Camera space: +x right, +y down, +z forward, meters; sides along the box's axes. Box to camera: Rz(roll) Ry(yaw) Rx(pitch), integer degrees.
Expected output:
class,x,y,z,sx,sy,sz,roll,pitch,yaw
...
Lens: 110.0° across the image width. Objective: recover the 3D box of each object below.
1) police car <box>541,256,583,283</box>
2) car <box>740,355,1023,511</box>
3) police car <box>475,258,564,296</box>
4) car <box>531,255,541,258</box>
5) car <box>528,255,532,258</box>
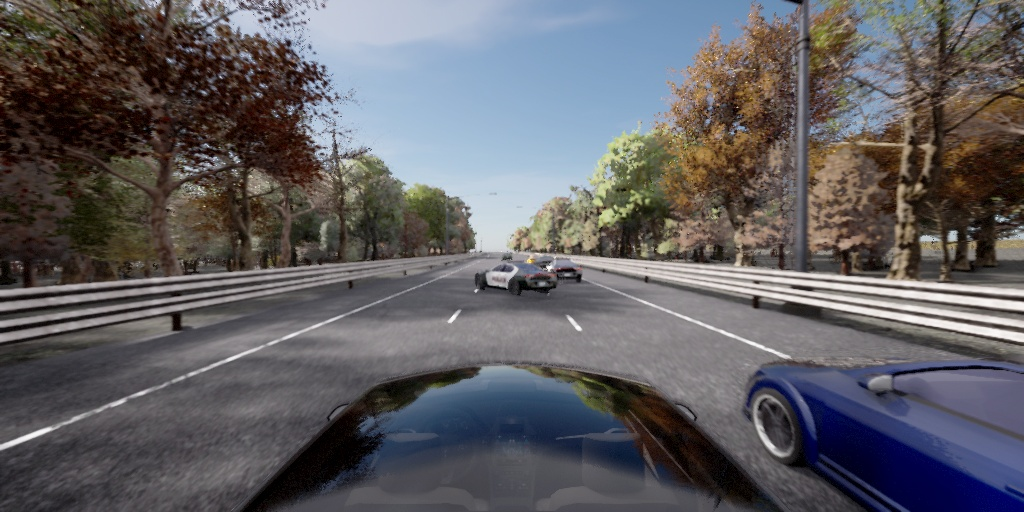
class,x,y,z,sx,sy,sz,roll,pitch,yaw
police car,3.389,0.926,24.286,2.038,1.542,4.974,0,1,-1
car,3.501,1.304,2.214,1.994,1.385,4.181,0,1,0
police car,-0.057,1.022,17.727,2.038,1.542,4.974,1,0,-36
car,3.261,0.762,35.321,1.837,1.490,4.892,0,1,-1
car,3.087,0.572,46.356,1.882,1.535,5.008,0,1,-1
